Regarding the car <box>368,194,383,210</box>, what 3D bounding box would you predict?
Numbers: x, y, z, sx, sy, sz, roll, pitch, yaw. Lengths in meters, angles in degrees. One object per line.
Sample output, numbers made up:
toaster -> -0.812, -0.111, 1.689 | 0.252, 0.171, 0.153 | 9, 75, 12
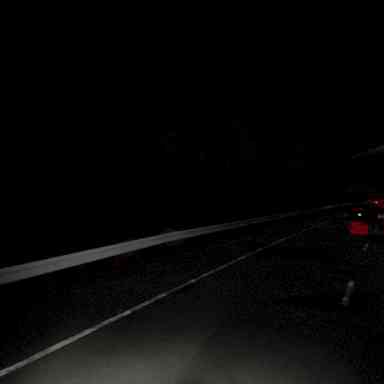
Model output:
car -> 21.246, 1.221, 37.800 | 2.150, 2.045, 5.566 | 0, 0, 35

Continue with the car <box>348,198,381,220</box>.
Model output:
car -> 14.424, 1.506, 27.937 | 1.837, 1.490, 4.892 | 0, 0, 34
